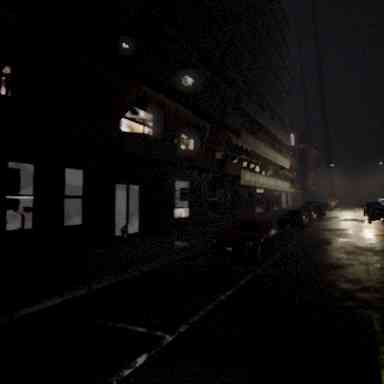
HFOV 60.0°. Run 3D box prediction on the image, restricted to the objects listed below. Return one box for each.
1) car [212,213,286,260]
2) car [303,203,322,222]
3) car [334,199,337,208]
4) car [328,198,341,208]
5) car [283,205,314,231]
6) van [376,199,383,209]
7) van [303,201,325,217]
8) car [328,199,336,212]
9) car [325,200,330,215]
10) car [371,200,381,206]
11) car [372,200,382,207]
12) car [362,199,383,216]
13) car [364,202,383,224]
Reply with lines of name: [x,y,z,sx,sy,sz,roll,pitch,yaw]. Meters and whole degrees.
car: [2.258,1.721,13.346,1.887,1.381,4.507,1,0,26]
car: [9.585,1.916,28.361,2.008,1.369,4.403,1,0,26]
car: [21.723,2.206,53.235,1.752,1.417,4.829,1,0,26]
car: [26.685,2.126,63.399,2.192,1.841,5.009,1,0,26]
car: [7.143,1.868,23.356,1.947,1.339,4.313,1,0,26]
van: [34.216,2.091,59.724,1.690,1.788,3.998,0,0,26]
van: [12.030,1.770,33.368,1.690,1.788,3.998,1,0,26]
car: [19.355,2.170,48.381,2.008,1.369,4.403,1,0,26]
car: [14.396,2.016,38.219,1.752,1.417,4.829,1,0,26]
car: [43.982,2.554,79.743,1.887,1.381,4.507,0,0,26]
car: [41.615,2.471,74.890,1.752,1.417,4.829,0,0,26]
car: [20.469,1.823,37.575,2.097,1.767,4.553,0,-1,26]
car: [15.593,1.850,27.564,1.837,1.490,4.892,0,-1,27]
